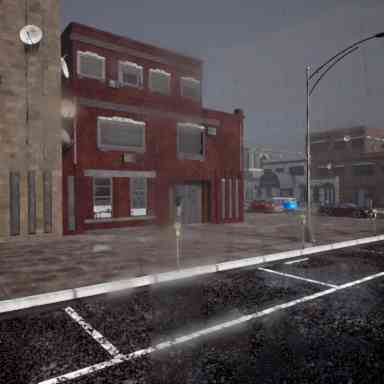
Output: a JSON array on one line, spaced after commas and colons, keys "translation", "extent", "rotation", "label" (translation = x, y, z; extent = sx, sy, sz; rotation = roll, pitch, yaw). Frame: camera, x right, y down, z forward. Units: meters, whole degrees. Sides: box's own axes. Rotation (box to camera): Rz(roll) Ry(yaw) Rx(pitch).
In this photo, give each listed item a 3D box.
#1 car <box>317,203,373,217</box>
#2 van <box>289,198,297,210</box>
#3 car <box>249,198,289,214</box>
[{"translation": [15.684, 1.794, 34.180], "extent": [2.033, 1.411, 5.357], "rotation": [-1, 0, -37], "label": "car"}, {"translation": [12.875, 1.705, 47.255], "extent": [1.690, 1.788, 3.998], "rotation": [-2, 0, -38], "label": "van"}, {"translation": [9.428, 1.747, 42.270], "extent": [2.097, 1.767, 4.553], "rotation": [-1, -1, -38], "label": "car"}]
